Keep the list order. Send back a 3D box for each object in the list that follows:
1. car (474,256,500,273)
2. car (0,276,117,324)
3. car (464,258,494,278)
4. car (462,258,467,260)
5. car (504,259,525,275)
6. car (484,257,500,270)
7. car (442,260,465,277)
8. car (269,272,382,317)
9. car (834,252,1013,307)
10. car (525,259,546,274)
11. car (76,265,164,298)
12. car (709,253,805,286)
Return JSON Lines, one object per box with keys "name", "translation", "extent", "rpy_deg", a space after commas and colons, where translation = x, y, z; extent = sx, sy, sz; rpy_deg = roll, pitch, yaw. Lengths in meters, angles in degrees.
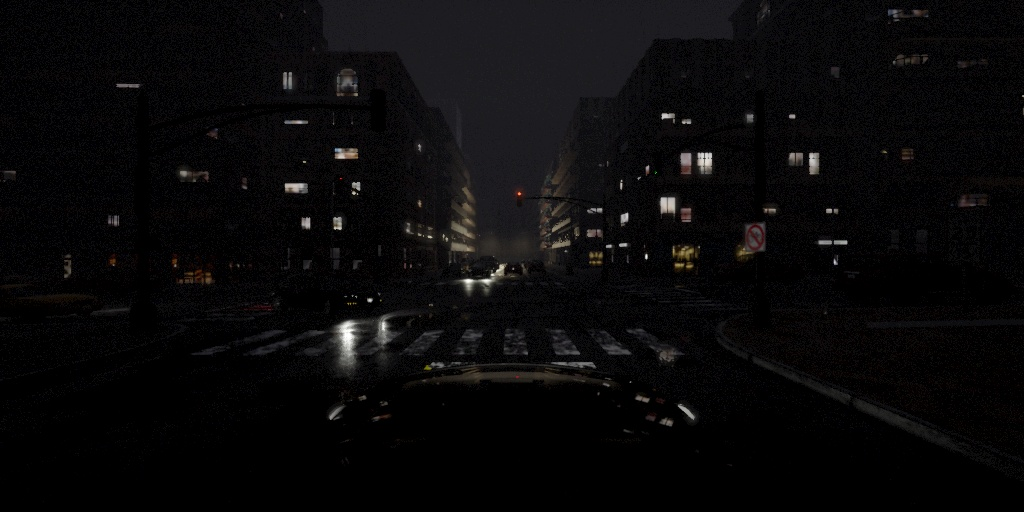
{"name": "car", "translation": [-3.024, 0.981, 44.101], "extent": [2.150, 2.045, 5.566], "rpy_deg": [0, 0, 0]}
{"name": "car", "translation": [-17.611, 1.585, 12.829], "extent": [4.829, 1.417, 1.751], "rpy_deg": [0, 0, 0]}
{"name": "car", "translation": [-3.044, 1.233, 34.119], "extent": [1.882, 1.535, 5.008], "rpy_deg": [0, 0, 0]}
{"name": "car", "translation": [-5.621, 1.283, 40.646], "extent": [1.751, 1.417, 4.829], "rpy_deg": [0, 0, 0]}
{"name": "car", "translation": [0.151, 1.322, 40.057], "extent": [1.994, 1.385, 4.181], "rpy_deg": [0, 0, 0]}
{"name": "car", "translation": [-2.991, 1.116, 54.433], "extent": [2.097, 1.767, 4.553], "rpy_deg": [0, 0, 0]}
{"name": "car", "translation": [-5.631, 1.322, 35.134], "extent": [1.948, 1.339, 4.313], "rpy_deg": [0, 0, 0]}
{"name": "car", "translation": [-7.126, 1.367, 13.643], "extent": [4.892, 1.490, 1.837], "rpy_deg": [-2, -2, 27]}
{"name": "car", "translation": [14.730, 0.775, 13.054], "extent": [5.009, 1.841, 2.192], "rpy_deg": [0, 0, 0]}
{"name": "car", "translation": [2.759, 1.198, 40.803], "extent": [1.967, 1.591, 4.097], "rpy_deg": [0, 0, 0]}
{"name": "car", "translation": [-23.565, 1.462, 21.136], "extent": [5.009, 1.841, 2.192], "rpy_deg": [0, 0, 0]}
{"name": "car", "translation": [14.610, 0.759, 21.433], "extent": [5.009, 1.841, 2.192], "rpy_deg": [0, 0, 0]}
